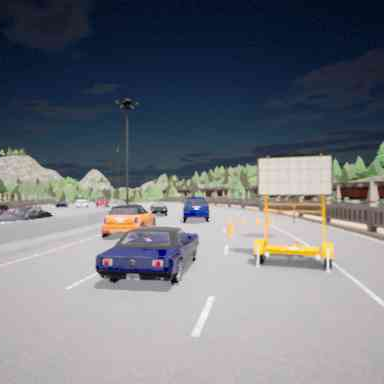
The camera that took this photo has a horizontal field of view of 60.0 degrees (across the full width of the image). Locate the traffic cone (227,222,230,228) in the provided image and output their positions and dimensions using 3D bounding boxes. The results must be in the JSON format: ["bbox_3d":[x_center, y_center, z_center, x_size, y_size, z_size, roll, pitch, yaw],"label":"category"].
[{"bbox_3d":[2.130,2.081,18.055,0.340,0.580,0.340,0,0,6],"label":"traffic cone"}]

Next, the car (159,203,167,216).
[{"bbox_3d":[-3.703,1.910,36.869,1.895,1.301,4.718,0,0,-6],"label":"car"}]

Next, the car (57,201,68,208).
[{"bbox_3d":[-23.704,2.275,60.695,1.895,1.301,4.718,0,0,-16],"label":"car"}]

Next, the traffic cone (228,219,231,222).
[{"bbox_3d":[2.325,2.095,20.045,0.340,0.580,0.340,0,0,6],"label":"traffic cone"}]

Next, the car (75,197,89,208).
[{"bbox_3d":[-20.240,1.869,61.288,2.150,2.045,5.566,0,0,-16],"label":"car"}]

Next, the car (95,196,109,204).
[{"bbox_3d":[-16.215,1.823,59.969,2.150,2.045,5.566,0,0,-16],"label":"car"}]

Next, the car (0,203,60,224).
[{"bbox_3d":[-10.501,1.705,20.688,2.128,1.511,4.902,0,-1,3],"label":"car"}]

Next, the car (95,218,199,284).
[{"bbox_3d":[-0.982,1.679,9.848,1.895,1.301,4.718,0,0,10],"label":"car"}]

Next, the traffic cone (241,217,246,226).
[{"bbox_3d":[3.708,2.117,23.929,0.340,0.580,0.340,0,0,6],"label":"traffic cone"}]

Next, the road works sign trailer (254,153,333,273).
[{"bbox_3d":[3.437,0.532,11.157,2.380,3.560,2.880,0,0,21],"label":"road works sign trailer"}]

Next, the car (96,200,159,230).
[{"bbox_3d":[-3.454,1.513,18.916,2.097,1.767,4.553,0,0,5],"label":"car"}]

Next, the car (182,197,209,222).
[{"bbox_3d":[0.311,1.442,28.879,2.150,2.045,5.566,0,0,-1],"label":"car"}]
